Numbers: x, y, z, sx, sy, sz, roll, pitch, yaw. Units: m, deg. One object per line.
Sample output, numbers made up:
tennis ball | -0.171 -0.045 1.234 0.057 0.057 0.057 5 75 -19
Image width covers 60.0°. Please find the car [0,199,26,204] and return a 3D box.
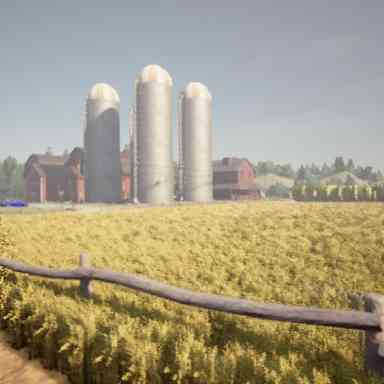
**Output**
car | -32.581 2.091 60.984 2.242 1.667 4.611 -1 0 39
